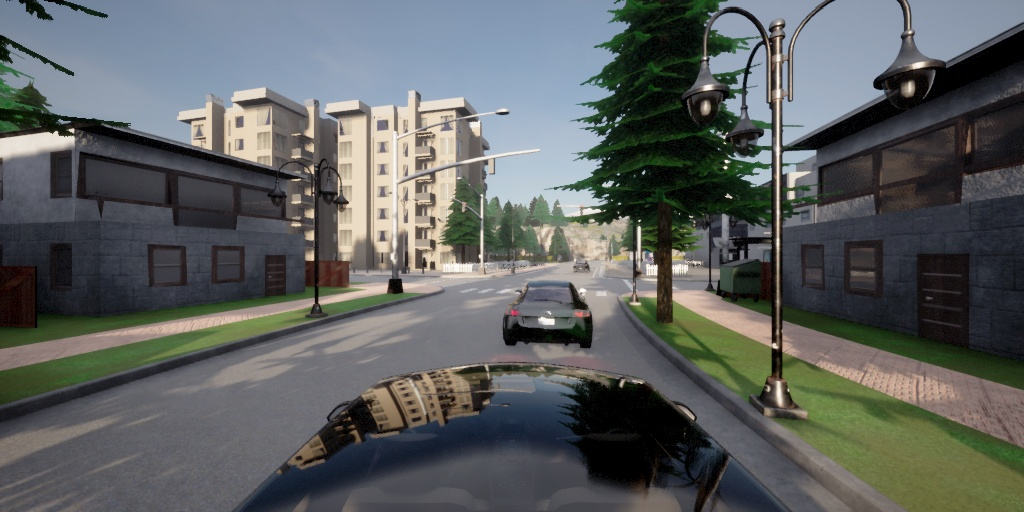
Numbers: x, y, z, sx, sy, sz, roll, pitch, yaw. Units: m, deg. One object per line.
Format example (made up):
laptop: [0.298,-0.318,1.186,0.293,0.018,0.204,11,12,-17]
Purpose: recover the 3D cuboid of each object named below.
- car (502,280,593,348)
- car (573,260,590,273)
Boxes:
car: [0.994,1.314,9.322,1.994,1.385,4.181,0,0,8]
car: [8.735,1.276,44.869,2.128,1.511,4.902,0,0,14]
